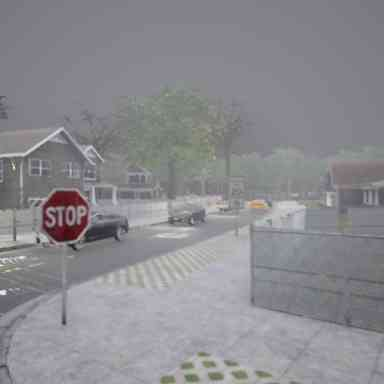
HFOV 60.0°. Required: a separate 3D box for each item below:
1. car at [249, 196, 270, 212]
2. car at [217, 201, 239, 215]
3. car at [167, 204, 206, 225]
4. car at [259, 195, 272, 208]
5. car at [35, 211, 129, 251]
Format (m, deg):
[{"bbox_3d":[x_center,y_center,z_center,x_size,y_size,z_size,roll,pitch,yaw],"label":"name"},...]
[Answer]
[{"bbox_3d":[8.507,1.703,42.487,1.882,1.535,5.008,0,0,17],"label":"car"},{"bbox_3d":[4.252,1.734,38.753,1.882,1.535,5.008,0,0,18],"label":"car"},{"bbox_3d":[-0.301,1.733,26.144,1.837,1.490,4.892,0,-1,21],"label":"car"},{"bbox_3d":[11.417,1.406,52.445,2.150,2.045,5.566,0,0,15],"label":"car"},{"bbox_3d":[-4.792,1.637,15.168,2.128,1.511,4.902,0,-1,23],"label":"car"}]
